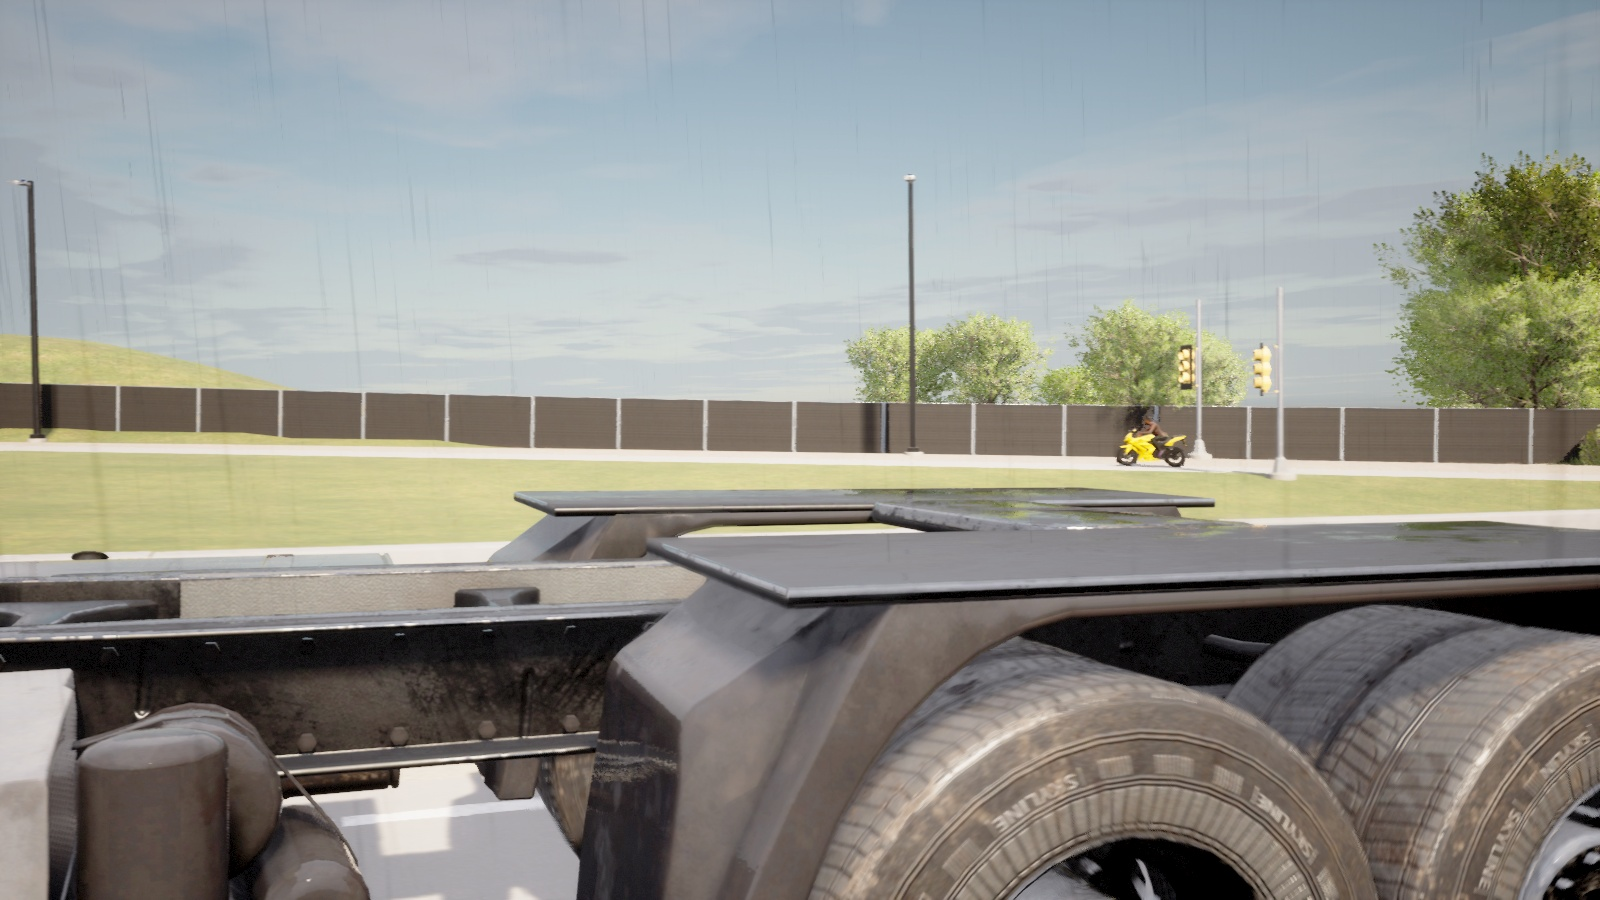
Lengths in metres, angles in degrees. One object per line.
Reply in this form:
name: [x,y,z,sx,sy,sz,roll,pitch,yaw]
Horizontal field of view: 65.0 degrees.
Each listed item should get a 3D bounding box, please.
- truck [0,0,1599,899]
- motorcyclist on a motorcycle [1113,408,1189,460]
truck: [-1.408,-0.212,2.692,7.936,3.462,2.891,-1,1,-21]
motorcyclist on a motorcycle: [10.334,-0.469,37.047,2.044,1.523,0.797,0,2,6]
